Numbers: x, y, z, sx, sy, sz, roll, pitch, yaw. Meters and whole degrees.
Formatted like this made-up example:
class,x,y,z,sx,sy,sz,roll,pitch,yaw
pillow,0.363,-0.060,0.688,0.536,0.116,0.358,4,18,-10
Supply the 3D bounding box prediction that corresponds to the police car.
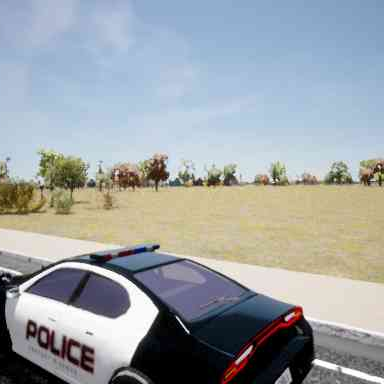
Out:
class,x,y,z,sx,sy,sz,roll,pitch,yaw
police car,-1.125,1.505,4.412,4.974,1.542,2.038,0,0,36
